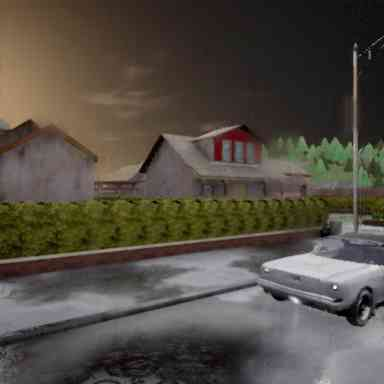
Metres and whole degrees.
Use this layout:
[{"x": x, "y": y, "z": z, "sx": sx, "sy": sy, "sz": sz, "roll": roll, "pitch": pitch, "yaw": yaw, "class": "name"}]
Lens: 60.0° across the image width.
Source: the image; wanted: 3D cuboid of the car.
[{"x": 3.637, "y": 1.642, "z": 7.272, "sx": 4.718, "sy": 1.301, "sz": 1.895, "roll": 0, "pitch": 0, "yaw": -36, "class": "car"}]
